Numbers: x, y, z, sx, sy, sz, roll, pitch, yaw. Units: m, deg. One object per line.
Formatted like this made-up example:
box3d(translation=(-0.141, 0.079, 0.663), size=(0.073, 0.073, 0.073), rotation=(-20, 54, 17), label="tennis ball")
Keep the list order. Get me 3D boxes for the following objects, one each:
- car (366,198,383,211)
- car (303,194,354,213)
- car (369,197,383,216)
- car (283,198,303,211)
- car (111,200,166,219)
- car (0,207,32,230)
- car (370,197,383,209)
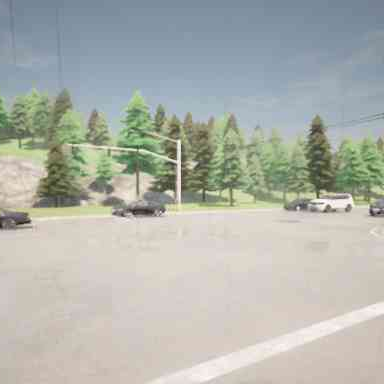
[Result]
box3d(translation=(24.282, 1.495, 41.476), size=(4.902, 1.511, 2.128), rotation=(0, 0, -27), label="car")
box3d(translation=(15.520, 1.225, 37.020), size=(5.566, 2.045, 2.150), rotation=(0, 0, -27), label="car")
box3d(translation=(18.453, 1.495, 30.658), size=(4.902, 1.511, 2.128), rotation=(0, 0, -27), label="car")
box3d(translation=(13.091, 1.505, 39.696), size=(4.892, 1.490, 1.837), rotation=(-1, 0, -27), label="car")
box3d(translation=(-4.615, 1.492, 29.229), size=(4.902, 1.511, 2.128), rotation=(0, 0, -34), label="car")
box3d(translation=(-12.295, 1.547, 19.304), size=(5.357, 1.411, 2.033), rotation=(0, 0, -39), label="car")
box3d(translation=(27.772, 1.498, 47.165), size=(4.902, 1.511, 2.128), rotation=(0, 0, -27), label="car")
